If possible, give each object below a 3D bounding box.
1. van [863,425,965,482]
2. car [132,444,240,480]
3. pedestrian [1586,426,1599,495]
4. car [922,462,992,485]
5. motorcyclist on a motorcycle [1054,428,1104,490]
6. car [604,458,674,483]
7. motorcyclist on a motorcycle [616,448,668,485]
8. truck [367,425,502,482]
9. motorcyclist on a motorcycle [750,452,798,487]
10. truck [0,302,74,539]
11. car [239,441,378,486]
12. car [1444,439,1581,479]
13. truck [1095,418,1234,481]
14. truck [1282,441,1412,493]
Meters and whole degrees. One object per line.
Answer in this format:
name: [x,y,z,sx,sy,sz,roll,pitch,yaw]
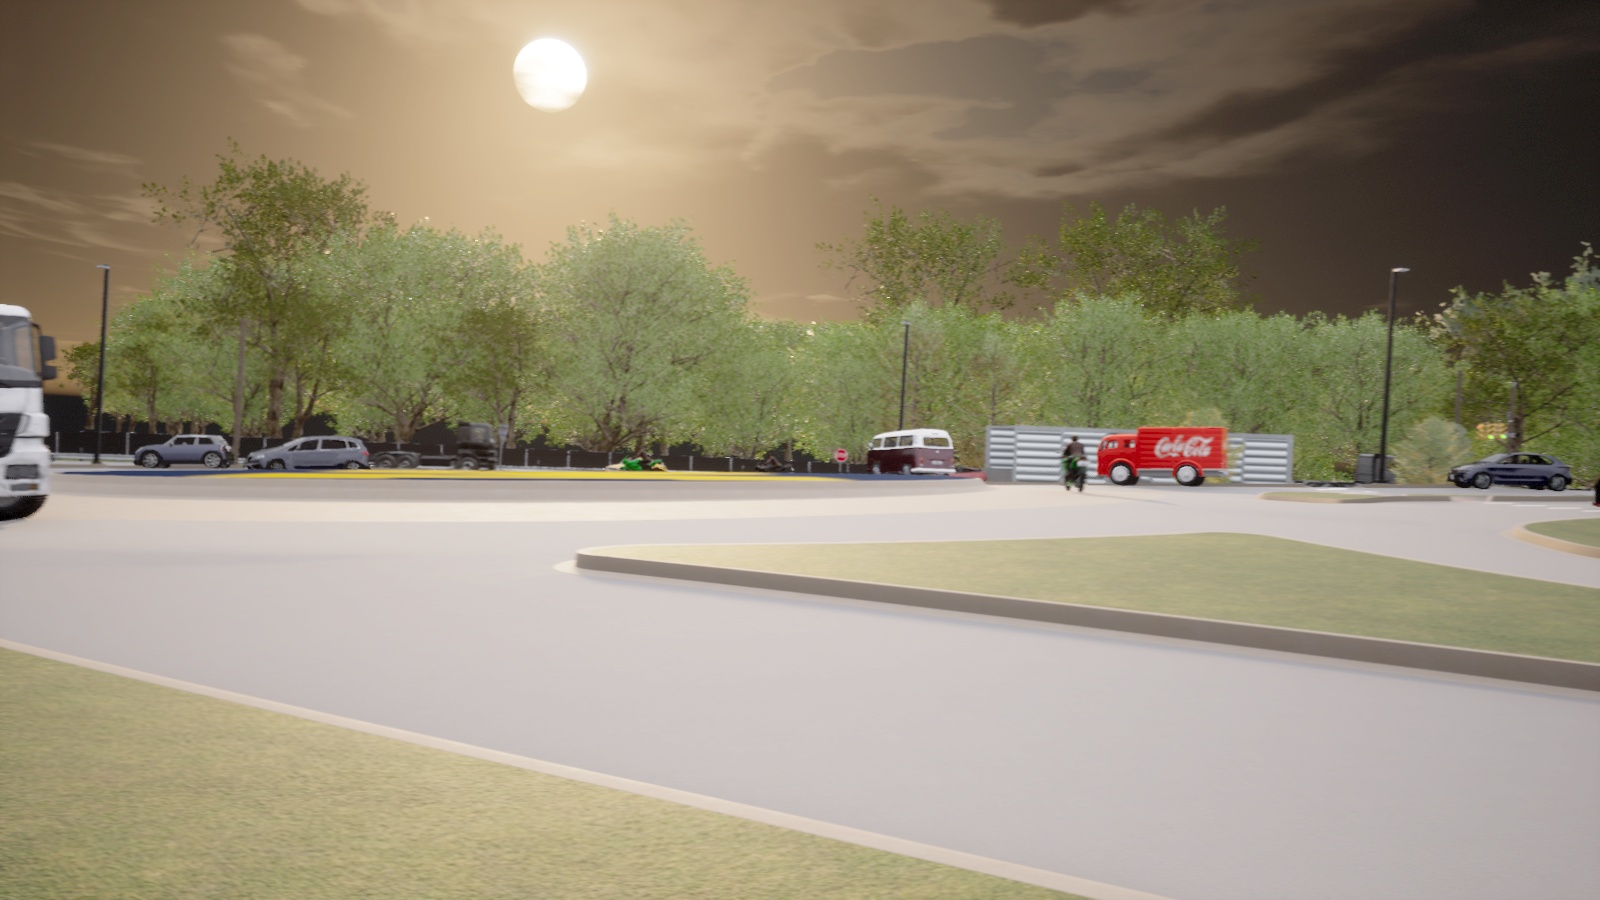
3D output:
van: [4.402,0.183,49.230,2.069,2.038,4.480,2,-2,-24]
car: [-26.799,0.520,54.923,3.806,1.475,1.970,-1,-1,-10]
pedestrian: [21.733,0.301,33.595,0.634,1.844,0.899,2,1,-26]
car: [11.176,1.653,89.444,4.514,1.525,2.007,1,1,-8]
motorcyclist on a motorcycle: [7.227,0.228,32.614,0.797,1.523,2.044,1,0,-1]
car: [-10.608,1.320,83.304,1.801,1.575,5.366,1,0,28]
motorcyclist on a motorcycle: [-6.659,0.690,53.084,2.044,1.523,0.797,0,-4,3]
truck: [-23.216,0.204,80.085,7.936,3.462,2.891,1,1,-10]
motorcyclist on a motorcycle: [-1.166,0.887,57.101,2.044,1.523,0.797,-1,0,7]
truck: [-14.894,-0.291,20.778,7.936,3.462,2.891,-3,0,45]
car: [-19.283,0.542,49.351,4.611,1.667,2.242,0,-3,-39]
car: [27.310,0.328,48.224,4.193,1.474,1.816,0,0,4]
truck: [15.196,0.010,52.384,5.204,2.467,2.627,-1,-1,24]
truck: [38.437,1.177,88.368,7.936,3.462,2.891,1,1,-5]
